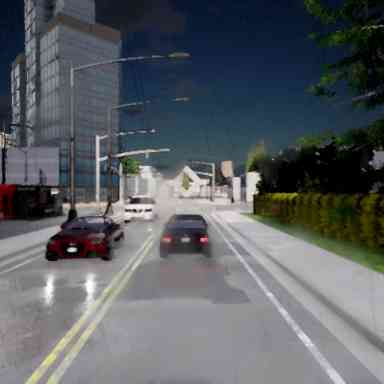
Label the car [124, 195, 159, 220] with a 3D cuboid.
[{"bbox_3d":[-3.858,1.255,26.075,2.150,2.045,5.566,0,1,-1],"label":"car"}]

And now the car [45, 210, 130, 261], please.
[{"bbox_3d":[-3.729,1.593,12.237,1.994,1.385,4.181,0,0,-1],"label":"car"}]

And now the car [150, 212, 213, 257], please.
[{"bbox_3d":[-0.184,1.560,12.942,2.033,1.411,5.357,0,0,0],"label":"car"}]
